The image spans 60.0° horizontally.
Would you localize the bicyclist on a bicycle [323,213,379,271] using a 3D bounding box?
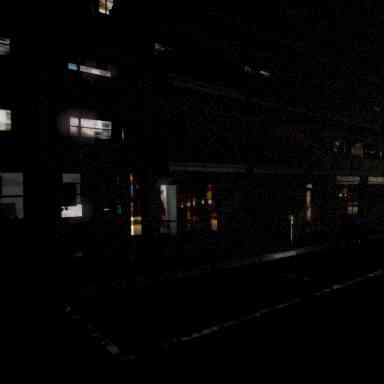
[{"bbox_3d":[4.627,1.448,9.802,0.582,1.620,1.656,0,0,-38],"label":"bicyclist on a bicycle"}]
